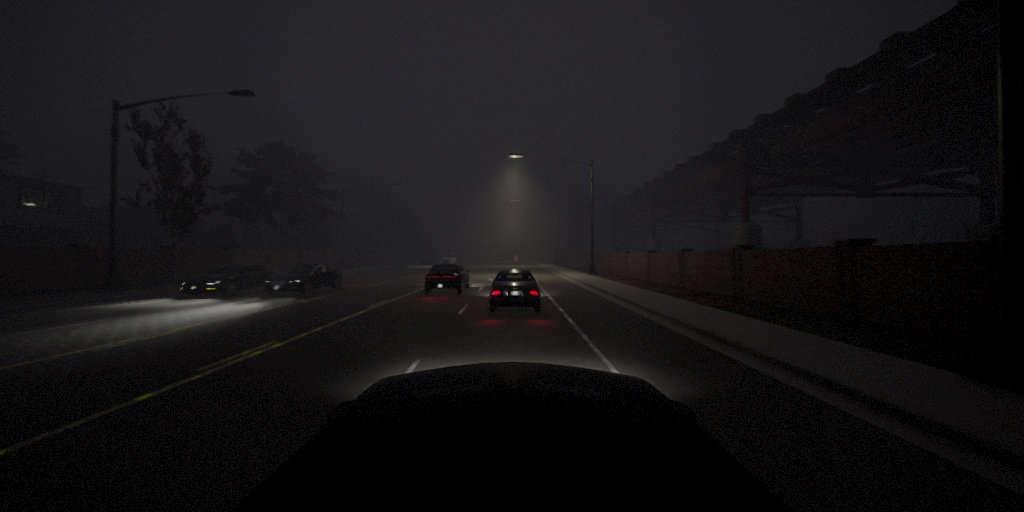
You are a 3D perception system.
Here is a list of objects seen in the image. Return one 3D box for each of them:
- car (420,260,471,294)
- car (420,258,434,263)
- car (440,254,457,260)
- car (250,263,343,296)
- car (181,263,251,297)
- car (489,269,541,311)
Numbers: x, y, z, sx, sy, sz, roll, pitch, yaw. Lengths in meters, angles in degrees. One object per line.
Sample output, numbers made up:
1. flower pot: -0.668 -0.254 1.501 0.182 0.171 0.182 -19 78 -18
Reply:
1. car: -3.404 1.144 19.426 1.837 1.490 4.892 0 0 0
2. car: -14.050 0.945 60.207 1.994 1.385 4.181 0 0 1
3. car: -10.549 0.608 60.128 2.150 2.045 5.566 0 0 1
4. car: -10.600 1.134 18.589 2.128 1.511 4.902 0 0 0
5. car: -14.099 1.152 18.280 1.837 1.490 4.892 0 0 0
6. car: 0.098 1.221 13.947 2.033 1.411 5.357 0 0 0
